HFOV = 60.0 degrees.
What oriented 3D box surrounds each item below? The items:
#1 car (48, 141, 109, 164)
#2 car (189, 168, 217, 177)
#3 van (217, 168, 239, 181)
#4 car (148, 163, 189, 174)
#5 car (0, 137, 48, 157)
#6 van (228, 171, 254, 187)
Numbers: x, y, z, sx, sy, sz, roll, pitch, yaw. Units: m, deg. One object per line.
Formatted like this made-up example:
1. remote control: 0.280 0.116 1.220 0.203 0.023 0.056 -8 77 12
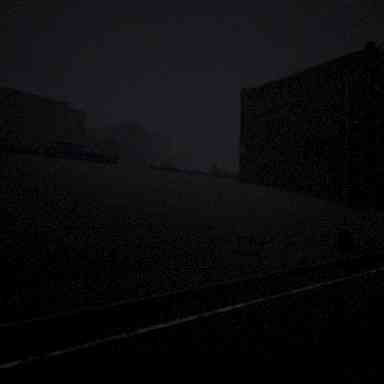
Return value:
1. car: -10.248 -3.257 29.804 2.435 2.045 5.566 0 -2 44
2. car: 0.630 -2.260 42.291 2.002 1.452 4.674 1 -2 40
3. van: 4.214 -2.240 46.694 1.878 1.987 4.442 1 -2 39
4. car: -2.927 -2.518 38.048 2.002 1.452 4.674 1 -2 41
5. car: -14.119 -3.326 25.741 2.185 1.767 4.553 0 -2 45
6. van: 7.593 -1.940 51.072 1.878 1.987 4.442 1 -3 38
